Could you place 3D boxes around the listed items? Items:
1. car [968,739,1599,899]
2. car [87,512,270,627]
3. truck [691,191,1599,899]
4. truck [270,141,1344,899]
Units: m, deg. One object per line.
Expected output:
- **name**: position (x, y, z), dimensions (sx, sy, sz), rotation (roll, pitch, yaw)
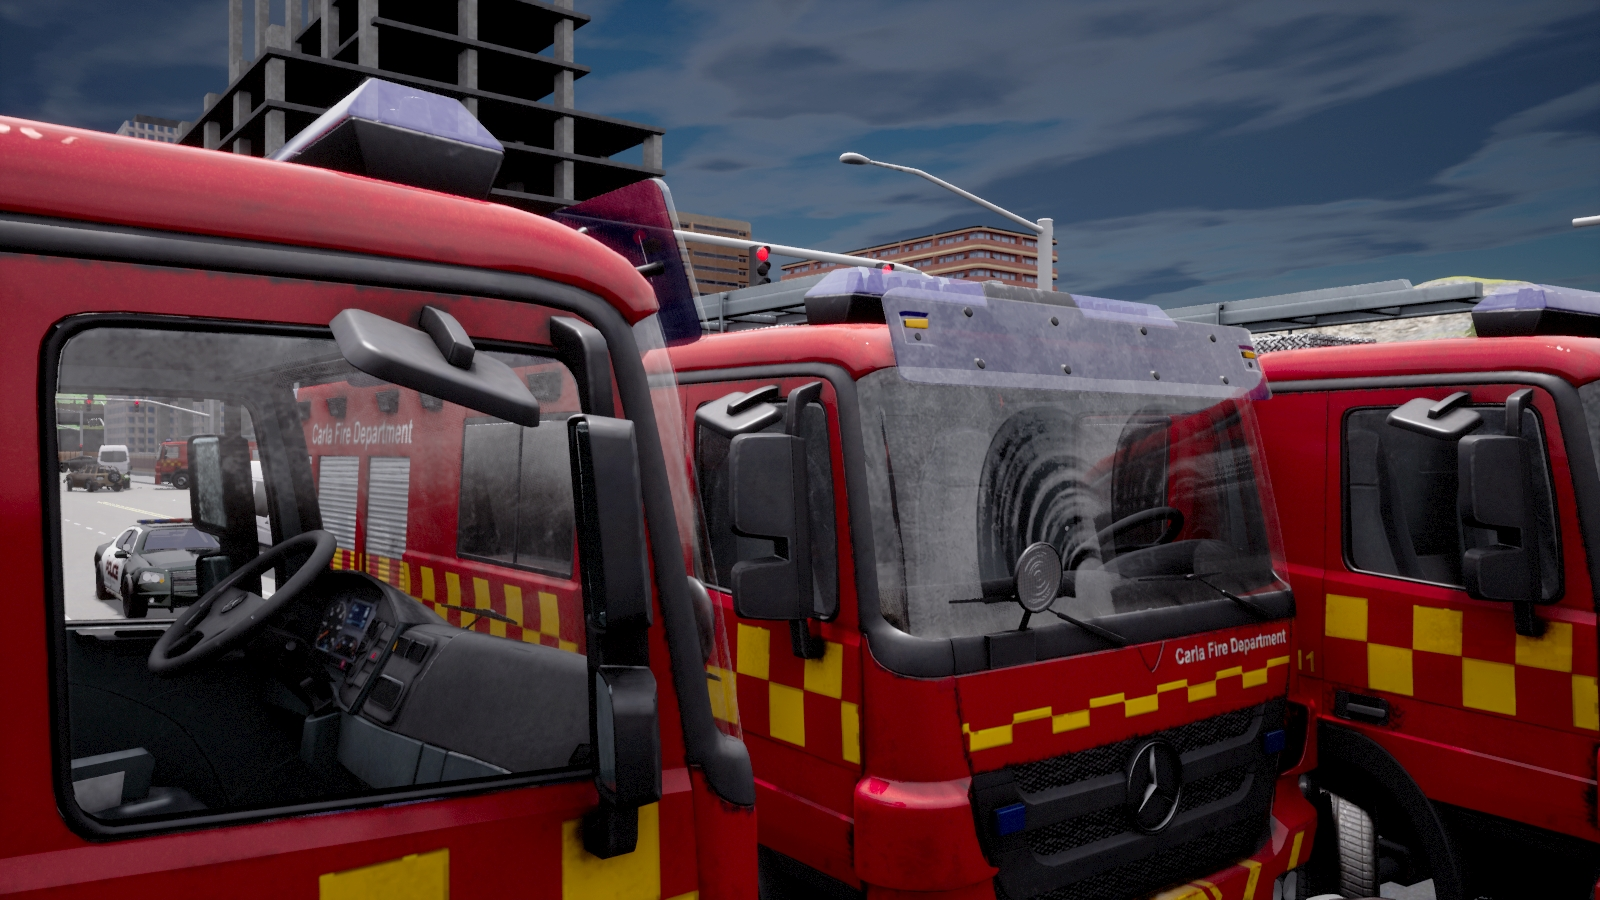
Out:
- **car**: position (2.437, 2.065, 3.109), dimensions (1.970, 1.475, 3.806), rotation (0, 0, -30)
- **car**: position (-11.386, 2.037, 20.746), dimensions (2.038, 1.542, 4.974), rotation (0, 0, -39)
- **truck**: position (2.348, 0.890, 8.605), dimensions (2.891, 3.827, 8.468), rotation (0, 0, -31)
- **truck**: position (-1.099, 0.890, 8.003), dimensions (2.891, 3.827, 8.468), rotation (0, 0, -38)
